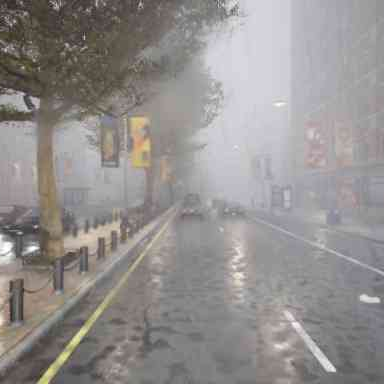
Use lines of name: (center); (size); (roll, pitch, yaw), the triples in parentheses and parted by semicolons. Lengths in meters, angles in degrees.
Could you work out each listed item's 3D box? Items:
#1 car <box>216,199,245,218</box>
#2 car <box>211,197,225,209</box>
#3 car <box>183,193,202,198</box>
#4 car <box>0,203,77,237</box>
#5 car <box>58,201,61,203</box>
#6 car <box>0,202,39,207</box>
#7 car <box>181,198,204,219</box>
car: (3.517, 1.566, 30.201); (1.895, 1.301, 4.718); (0, 0, 0)
car: (3.570, 1.443, 43.685); (2.128, 1.511, 4.902); (0, 0, 1)
car: (0.050, 1.175, 42.642); (2.150, 2.045, 5.566); (0, 0, 0)
car: (-7.998, 1.527, 18.140); (2.033, 1.411, 5.357); (0, 0, 0)
car: (-11.498, 1.461, 26.413); (2.128, 1.511, 4.902); (0, 0, 0)
car: (-11.498, 1.504, 20.758); (1.812, 1.442, 4.674); (0, 0, 0)
car: (0.009, 1.515, 28.420); (2.033, 1.411, 5.357); (0, 0, 0)
